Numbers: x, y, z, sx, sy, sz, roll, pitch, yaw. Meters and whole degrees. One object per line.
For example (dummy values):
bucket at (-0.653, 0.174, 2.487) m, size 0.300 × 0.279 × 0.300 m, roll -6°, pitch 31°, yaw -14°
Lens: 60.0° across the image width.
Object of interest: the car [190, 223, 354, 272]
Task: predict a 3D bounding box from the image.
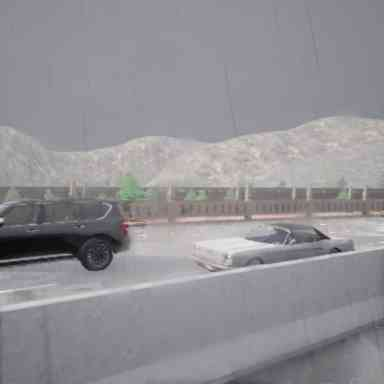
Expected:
car at (2.343, 1.582, 9.424) m, size 4.718 × 1.301 × 1.895 m, roll 0°, pitch 0°, yaw -30°

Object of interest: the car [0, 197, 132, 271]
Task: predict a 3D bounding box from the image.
car at (-4.456, 1.178, 9.244) m, size 5.566 × 2.045 × 2.150 m, roll 0°, pitch 0°, yaw -34°
